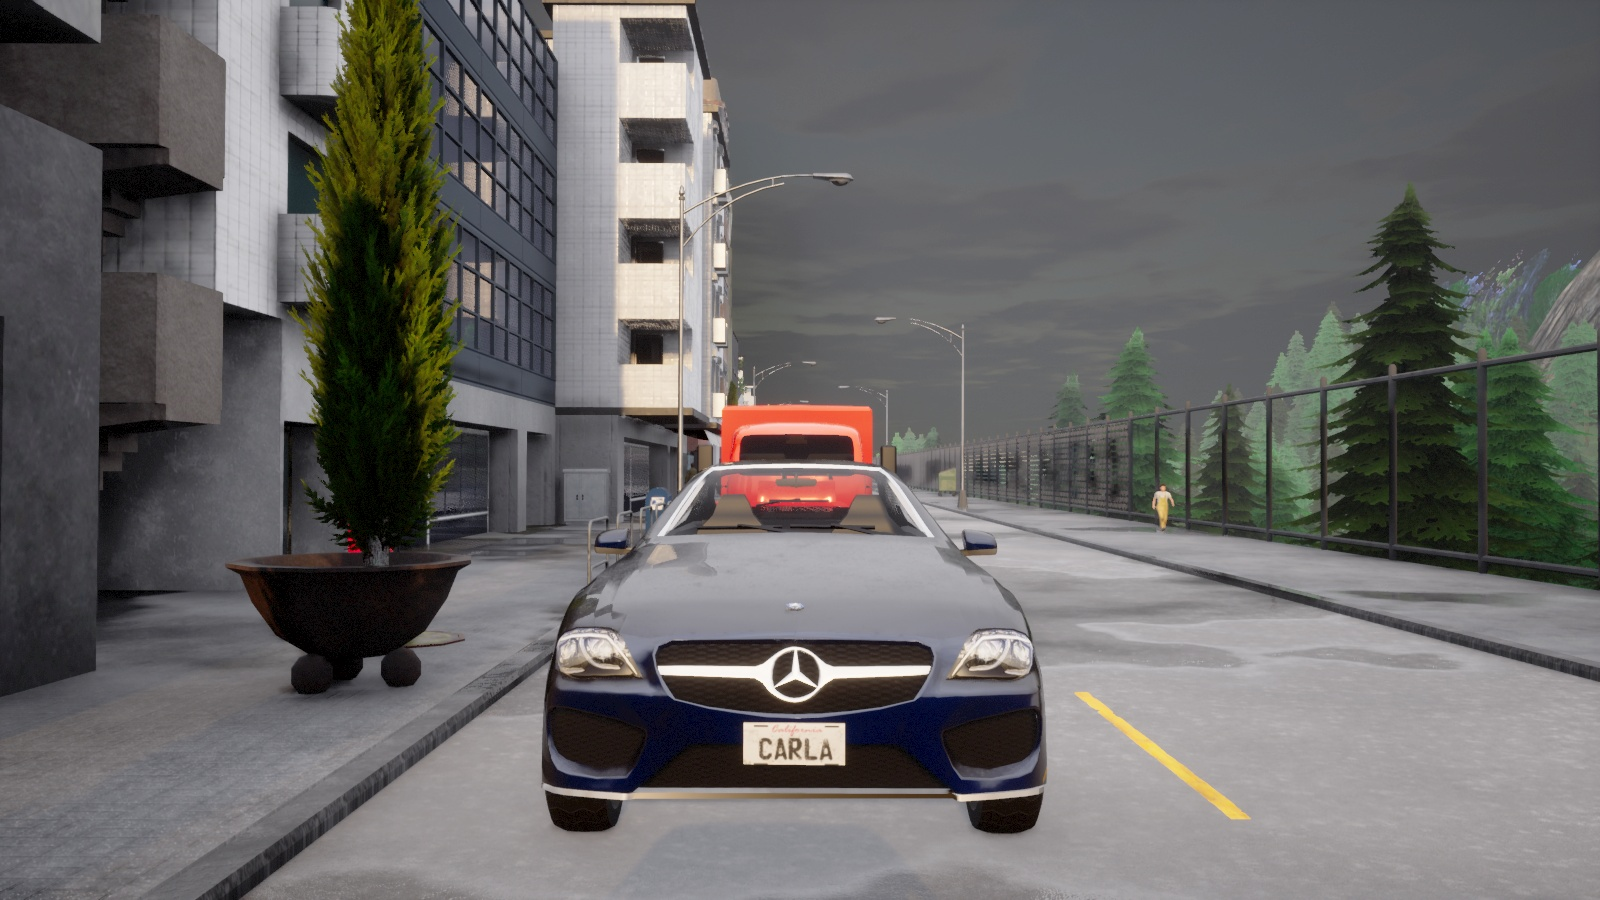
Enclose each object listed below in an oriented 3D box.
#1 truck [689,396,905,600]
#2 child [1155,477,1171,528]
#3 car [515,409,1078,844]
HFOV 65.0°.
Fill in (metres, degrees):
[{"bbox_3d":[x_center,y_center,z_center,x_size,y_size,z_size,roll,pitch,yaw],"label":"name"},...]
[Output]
[{"bbox_3d":[-0.046,0.631,17.869,2.627,2.467,5.204,0,-1,0],"label":"truck"},{"bbox_3d":[8.939,1.287,30.938,0.270,1.263,0.437,0,-1,2],"label":"child"},{"bbox_3d":[-0.018,0.716,7.321,2.152,1.651,5.027,0,-1,0],"label":"car"}]
